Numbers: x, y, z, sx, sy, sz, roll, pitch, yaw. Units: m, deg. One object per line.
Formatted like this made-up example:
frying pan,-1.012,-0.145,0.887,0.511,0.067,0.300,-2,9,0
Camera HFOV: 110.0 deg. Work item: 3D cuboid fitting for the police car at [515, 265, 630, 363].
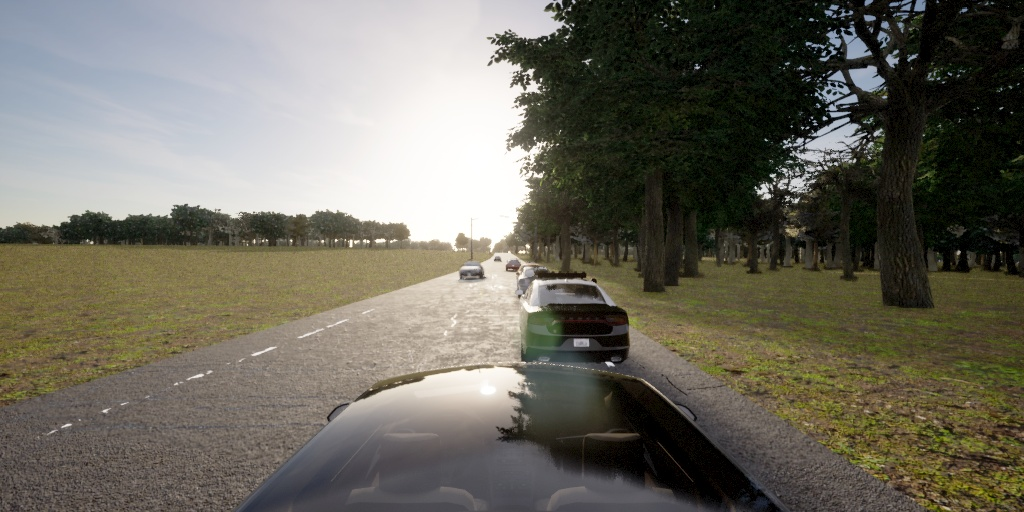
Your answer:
police car,1.121,1.168,8.271,1.930,1.638,5.238,0,0,0

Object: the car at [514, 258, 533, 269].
car,1.216,1.155,24.360,1.801,1.575,5.366,0,0,0

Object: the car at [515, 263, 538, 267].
car,1.188,1.247,18.167,1.812,1.442,4.674,0,0,0

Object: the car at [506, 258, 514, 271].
car,0.209,1.150,46.562,1.994,1.385,4.181,0,0,2

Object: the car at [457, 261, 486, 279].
car,-3.416,1.195,31.106,1.812,1.442,4.674,0,0,0
